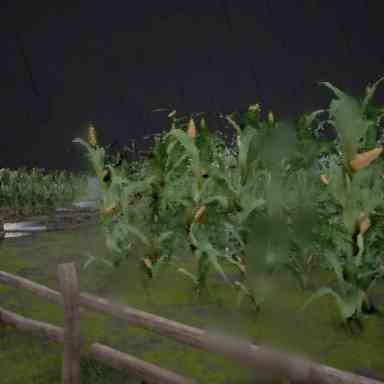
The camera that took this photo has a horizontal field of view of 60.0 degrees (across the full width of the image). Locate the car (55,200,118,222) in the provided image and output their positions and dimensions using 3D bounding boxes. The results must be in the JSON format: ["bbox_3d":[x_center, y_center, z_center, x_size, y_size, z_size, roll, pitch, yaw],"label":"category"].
[{"bbox_3d":[-7.945,1.309,25.368,1.882,1.535,5.008,1,1,36],"label":"car"}]
